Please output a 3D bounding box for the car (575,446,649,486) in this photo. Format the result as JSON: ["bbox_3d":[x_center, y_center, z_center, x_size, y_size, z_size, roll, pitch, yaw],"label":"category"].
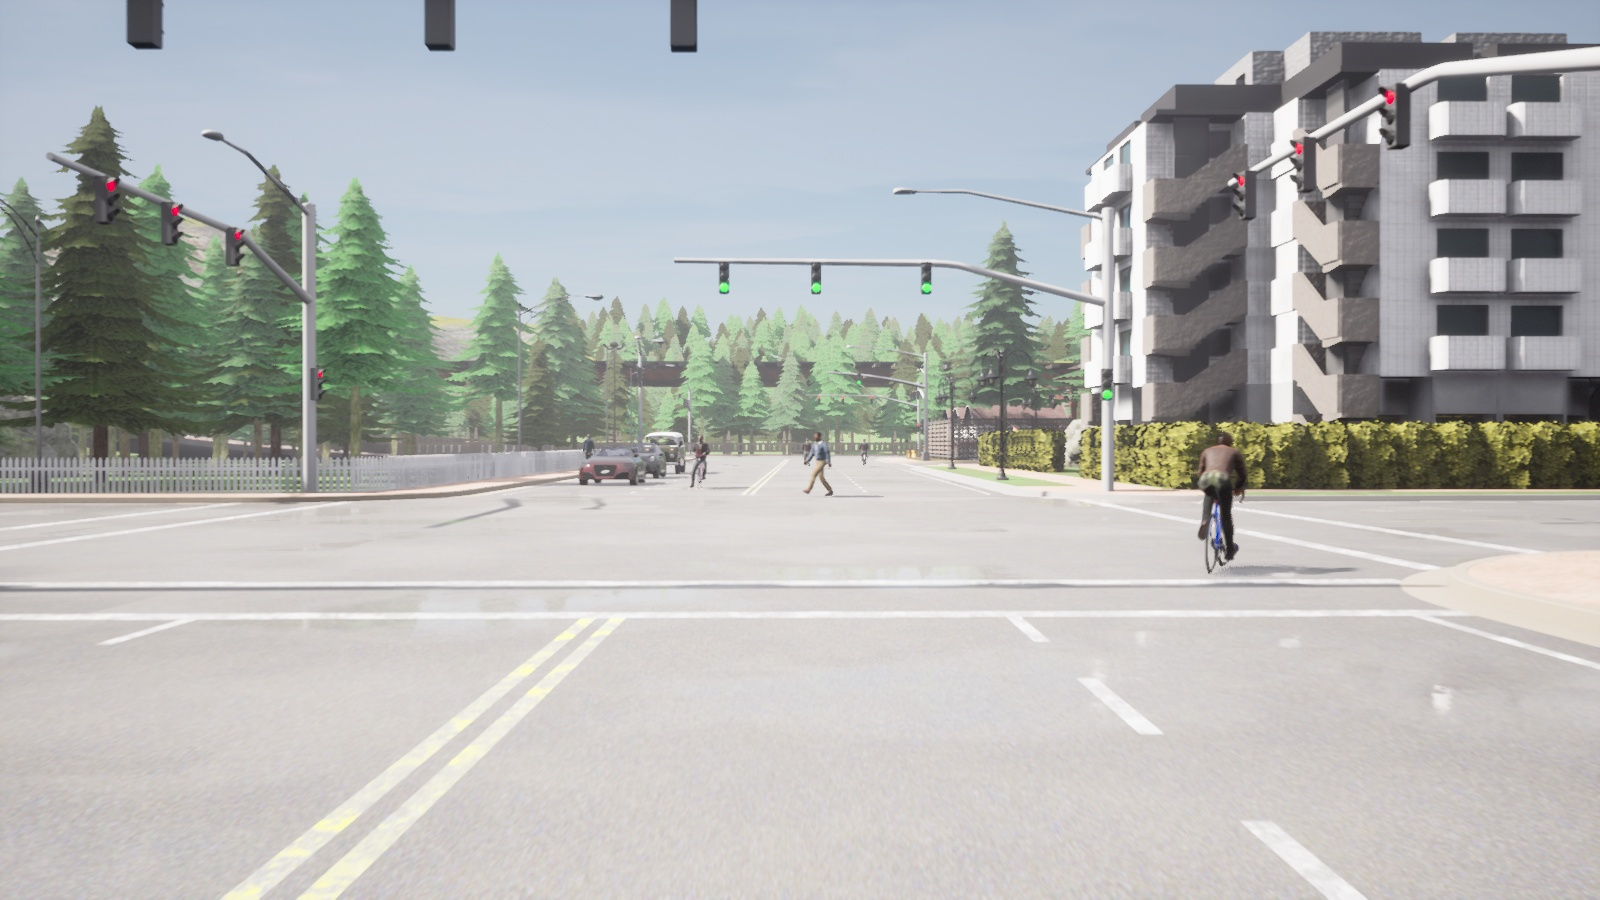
[{"bbox_3d":[-6.728,0.550,45.316,1.994,1.385,4.181,0,0,0],"label":"car"}]

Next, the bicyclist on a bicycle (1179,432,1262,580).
[{"bbox_3d":[4.947,0.620,14.721,0.582,1.620,1.656,2,1,29],"label":"bicyclist on a bicycle"}]

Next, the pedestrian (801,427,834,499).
[{"bbox_3d":[0.478,0.343,34.099,0.788,1.949,0.423,0,0,-28],"label":"pedestrian"}]

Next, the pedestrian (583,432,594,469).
[{"bbox_3d":[-10.677,0.039,63.348,0.402,1.842,0.726,0,0,1],"label":"pedestrian"}]

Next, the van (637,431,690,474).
[{"bbox_3d":[-6.634,0.118,61.490,2.069,2.038,4.480,0,0,1],"label":"van"}]

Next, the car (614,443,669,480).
[{"bbox_3d":[-6.683,0.455,53.259,1.845,1.501,3.633,0,0,0],"label":"car"}]
